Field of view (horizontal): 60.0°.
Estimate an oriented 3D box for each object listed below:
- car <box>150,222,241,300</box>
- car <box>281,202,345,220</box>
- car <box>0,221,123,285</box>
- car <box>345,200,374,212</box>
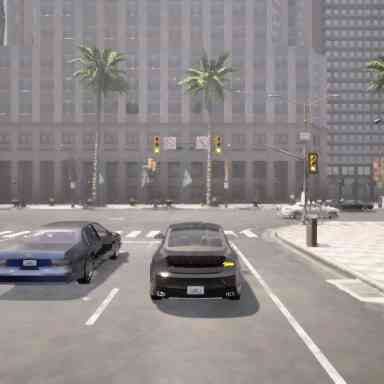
[{"bbox_3d":[0.075,1.505,8.360,1.837,1.490,4.892,0,0,0],"label":"car"},{"bbox_3d":[9.820,1.526,27.761,4.674,1.442,1.812,0,0,0],"label":"car"},{"bbox_3d":[-3.422,1.547,9.554,2.033,1.411,5.357,0,0,0],"label":"car"},{"bbox_3d":[18.217,1.601,38.437,4.718,1.301,1.895,0,0,0],"label":"car"}]
